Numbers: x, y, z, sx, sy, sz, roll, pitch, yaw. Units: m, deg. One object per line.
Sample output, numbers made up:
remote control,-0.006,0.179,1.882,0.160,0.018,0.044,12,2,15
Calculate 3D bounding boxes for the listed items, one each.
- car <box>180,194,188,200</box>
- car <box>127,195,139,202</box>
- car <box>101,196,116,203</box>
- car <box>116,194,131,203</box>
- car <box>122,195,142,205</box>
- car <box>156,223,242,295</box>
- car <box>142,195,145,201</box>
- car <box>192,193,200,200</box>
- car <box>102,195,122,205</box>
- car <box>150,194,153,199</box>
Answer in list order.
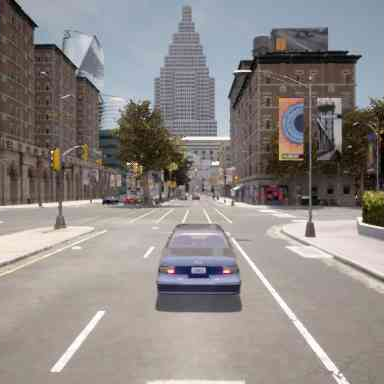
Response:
car,-2.386,1.540,89.603,2.033,1.411,5.357,0,0,1
car,-14.023,1.478,78.828,1.882,1.535,5.008,0,0,1
car,-17.387,1.595,69.776,1.895,1.301,4.718,0,0,1
car,-14.151,1.355,68.729,2.097,1.767,4.553,0,0,1
car,-10.832,1.478,59.804,1.882,1.535,5.008,0,0,1
car,0.171,1.547,8.882,2.033,1.411,5.357,0,0,1
car,-10.640,1.500,69.600,1.837,1.490,4.892,0,0,1
car,1.118,1.350,89.961,2.097,1.767,4.553,0,0,1
car,-14.351,1.601,58.622,1.895,1.301,4.718,0,0,1
car,-10.514,1.355,79.588,2.097,1.767,4.553,0,0,1
